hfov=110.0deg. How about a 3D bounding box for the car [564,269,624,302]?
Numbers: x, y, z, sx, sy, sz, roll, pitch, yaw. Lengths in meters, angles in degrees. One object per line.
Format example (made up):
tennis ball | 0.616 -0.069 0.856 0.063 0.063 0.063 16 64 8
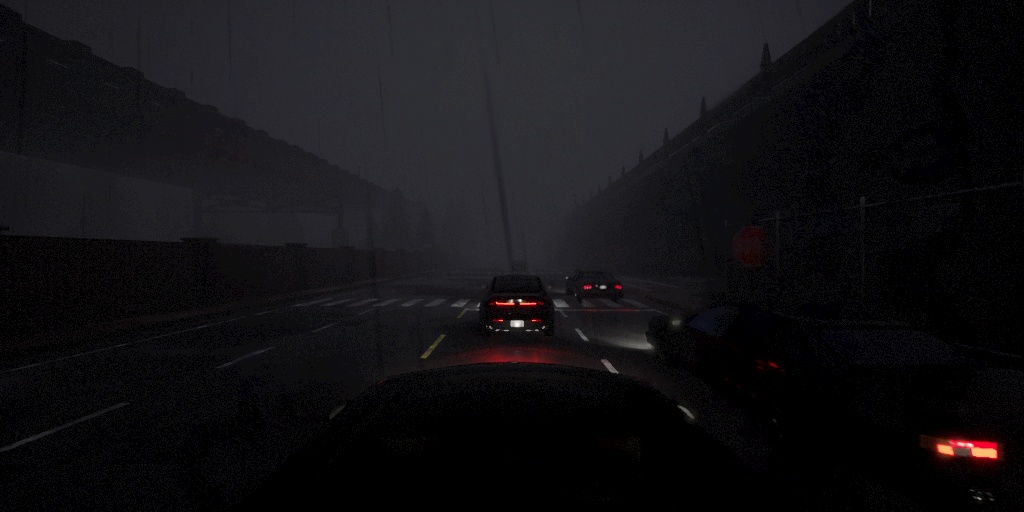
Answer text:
car | 3.672 1.297 16.838 2.033 1.411 5.357 0 0 1

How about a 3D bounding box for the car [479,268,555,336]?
car | 0.122 1.255 10.374 1.837 1.490 4.892 0 0 0

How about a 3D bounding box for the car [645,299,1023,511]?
car | 3.611 1.298 4.814 2.033 1.411 5.357 0 0 0

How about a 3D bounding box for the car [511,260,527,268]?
car | 0.840 1.228 44.702 1.882 1.535 5.008 0 0 1
